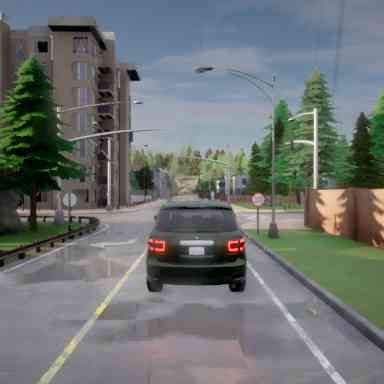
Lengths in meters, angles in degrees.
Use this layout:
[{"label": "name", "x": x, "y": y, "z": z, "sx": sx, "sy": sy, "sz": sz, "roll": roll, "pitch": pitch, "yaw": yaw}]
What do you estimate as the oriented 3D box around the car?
[{"label": "car", "x": 0.095, "y": 1.221, "z": 9.060, "sx": 2.150, "sy": 2.045, "sz": 5.566, "roll": 0, "pitch": 0, "yaw": 0}]
